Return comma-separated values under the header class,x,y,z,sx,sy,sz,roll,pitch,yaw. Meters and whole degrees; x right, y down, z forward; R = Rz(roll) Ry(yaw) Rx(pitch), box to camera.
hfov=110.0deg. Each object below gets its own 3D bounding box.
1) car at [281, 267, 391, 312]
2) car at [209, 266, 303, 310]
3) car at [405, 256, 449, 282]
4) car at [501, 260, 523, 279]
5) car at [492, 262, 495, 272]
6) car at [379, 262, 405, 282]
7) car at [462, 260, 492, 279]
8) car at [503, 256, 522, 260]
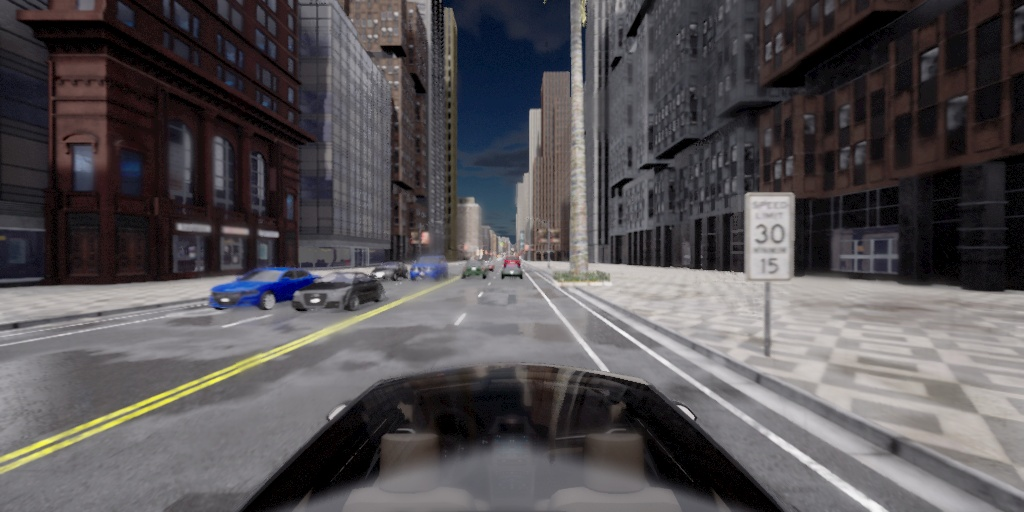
class,x,y,z,sx,sy,sz,roll,pitch,yaw
car,-6.585,1.311,14.040,1.994,1.385,4.181,0,0,1
car,-9.837,1.226,14.808,1.882,1.535,5.008,0,0,0
car,-6.556,0.979,29.085,2.150,2.045,5.566,0,0,0
car,0.009,1.323,32.373,1.994,1.385,4.181,0,0,1
car,-3.195,1.380,46.389,1.895,1.301,4.718,0,0,1
car,-9.806,1.249,29.115,2.128,1.511,4.902,0,0,0
car,-3.234,1.112,32.548,2.097,1.767,4.553,0,0,0
car,0.050,1.002,45.954,2.150,2.045,5.566,0,0,1
